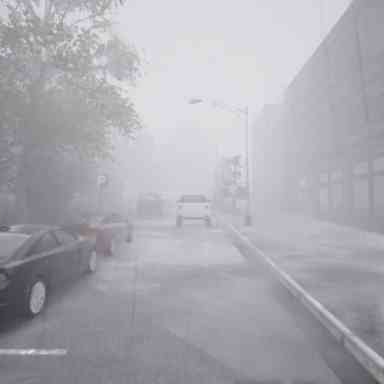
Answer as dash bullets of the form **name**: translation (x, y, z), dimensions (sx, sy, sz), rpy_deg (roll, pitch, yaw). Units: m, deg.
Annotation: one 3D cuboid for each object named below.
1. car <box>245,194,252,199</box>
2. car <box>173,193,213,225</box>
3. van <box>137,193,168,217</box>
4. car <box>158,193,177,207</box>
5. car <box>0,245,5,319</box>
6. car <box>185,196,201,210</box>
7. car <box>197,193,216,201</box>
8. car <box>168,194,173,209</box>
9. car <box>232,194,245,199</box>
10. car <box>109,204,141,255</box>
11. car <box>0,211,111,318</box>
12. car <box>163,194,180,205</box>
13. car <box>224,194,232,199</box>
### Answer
- **car**: translation (14.446, 1.302, 87.077), dimensions (5.008, 1.535, 2.097), rpy_deg (0, -3, -40)
- **car**: translation (0.090, 1.128, 23.002), dimensions (2.150, 2.045, 5.566), rpy_deg (0, 0, 0)
- **van**: translation (-3.642, 1.122, 29.864), dimensions (1.878, 1.987, 4.442), rpy_deg (1, 1, 2)
- **car**: translation (-3.426, 1.077, 46.826), dimensions (2.185, 1.767, 4.553), rpy_deg (-1, 1, 2)
- **car**: translation (-3.638, 1.473, 1.893), dimensions (2.097, 1.535, 5.008), rpy_deg (1, 0, 2)
- **car**: translation (0.094, 1.273, 40.786), dimensions (1.837, 1.490, 4.892), rpy_deg (0, 1, 0)
- **car**: translation (3.374, 1.118, 74.082), dimensions (2.231, 1.521, 4.892), rpy_deg (-2, -1, 29)
- **car**: translation (-3.424, 1.261, 41.119), dimensions (2.231, 1.521, 4.892), rpy_deg (0, 1, 2)
- **car**: translation (10.337, 1.224, 83.280), dimensions (2.231, 1.521, 4.892), rpy_deg (-3, -3, 42)
- **car**: translation (-3.654, 1.464, 13.062), dimensions (2.163, 1.488, 4.792), rpy_deg (0, 1, 2)
- **car**: translation (-3.648, 1.454, 7.455), dimensions (2.097, 1.535, 5.008), rpy_deg (0, 1, 2)
- **car**: translation (-3.188, 1.148, 52.529), dimensions (2.097, 1.535, 5.008), rpy_deg (0, 0, 2)
- **car**: translation (6.810, 1.155, 78.829), dimensions (2.097, 1.535, 5.008), rpy_deg (-3, -3, 36)
